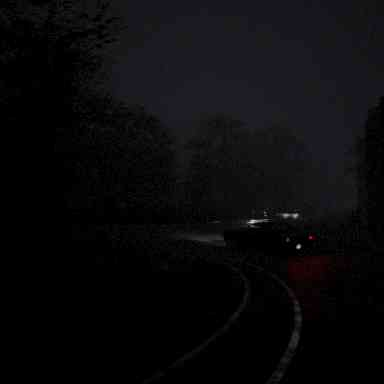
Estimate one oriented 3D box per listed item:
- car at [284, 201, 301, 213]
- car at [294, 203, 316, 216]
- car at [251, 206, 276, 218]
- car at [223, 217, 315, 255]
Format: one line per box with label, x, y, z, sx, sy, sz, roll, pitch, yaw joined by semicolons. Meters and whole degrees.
car;17.629;2.610;57.521;2.150;2.045;5.566;-1;-1;30
car;17.519;2.761;50.447;2.128;1.511;4.902;-1;-1;29
car;9.274;2.538;42.880;2.097;1.767;4.553;-1;-2;29
car;3.460;2.116;16.057;1.895;1.301;4.718;-2;-2;-28
